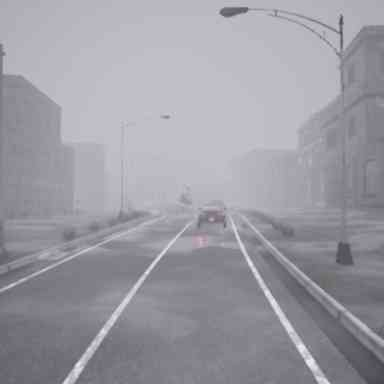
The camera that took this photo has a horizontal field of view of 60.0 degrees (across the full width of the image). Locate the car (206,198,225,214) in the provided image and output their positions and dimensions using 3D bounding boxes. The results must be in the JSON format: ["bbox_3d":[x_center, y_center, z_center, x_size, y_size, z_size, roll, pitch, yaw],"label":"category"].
[{"bbox_3d":[2.824,1.705,39.315,2.097,1.767,4.553,0,-3,4],"label":"car"}]

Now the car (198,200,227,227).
[{"bbox_3d":[1.388,1.503,22.531,1.812,1.442,4.674,0,0,5],"label":"car"}]
